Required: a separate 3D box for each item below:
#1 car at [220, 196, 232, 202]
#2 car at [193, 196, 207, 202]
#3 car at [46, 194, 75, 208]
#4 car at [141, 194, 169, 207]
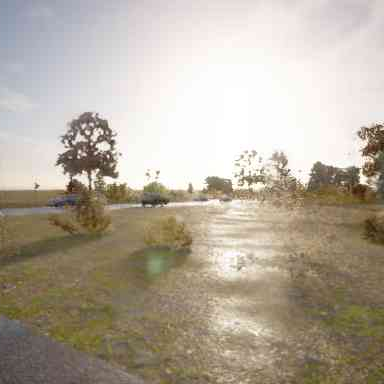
[{"bbox_3d":[8.167,1.702,79.538,1.812,1.442,4.674,0,0,26],"label":"car"},{"bbox_3d":[1.955,1.710,80.294,1.994,1.385,4.181,0,0,34],"label":"car"},{"bbox_3d":[-18.751,1.394,49.412,2.150,2.045,5.566,0,1,34],"label":"car"},{"bbox_3d":[-6.155,1.341,55.603,2.150,2.045,5.566,0,0,34],"label":"car"}]
